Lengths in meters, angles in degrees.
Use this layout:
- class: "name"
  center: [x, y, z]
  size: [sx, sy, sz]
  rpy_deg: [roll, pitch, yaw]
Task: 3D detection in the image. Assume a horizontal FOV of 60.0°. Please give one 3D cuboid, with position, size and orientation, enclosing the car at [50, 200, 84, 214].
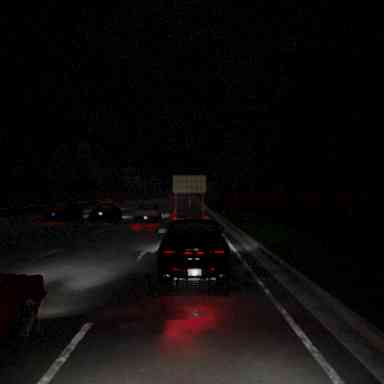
- class: "car"
  center: [-14.186, 1.666, 38.135]
  size: [2.033, 1.411, 5.357]
  rpy_deg: [0, 0, -1]

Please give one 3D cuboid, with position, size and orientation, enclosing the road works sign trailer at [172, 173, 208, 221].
- class: "road works sign trailer"
  center: [-0.173, 0.535, 22.548]
  size: [2.380, 3.560, 2.880]
  rpy_deg: [0, 0, -3]

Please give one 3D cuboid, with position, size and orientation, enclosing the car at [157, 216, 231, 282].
- class: "car"
  center: [0.041, 1.538, 9.880]
  size: [1.837, 1.490, 4.892]
  rpy_deg: [0, 0, 0]

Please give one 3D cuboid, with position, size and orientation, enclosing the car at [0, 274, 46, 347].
- class: "car"
  center: [-3.413, 1.612, 3.585]
  size: [1.895, 1.301, 4.718]
  rpy_deg: [0, 0, 0]

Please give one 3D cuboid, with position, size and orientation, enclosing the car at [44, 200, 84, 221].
- class: "car"
  center: [-10.602, 1.565, 27.830]
  size: [1.882, 1.535, 5.008]
  rpy_deg: [0, 0, -1]

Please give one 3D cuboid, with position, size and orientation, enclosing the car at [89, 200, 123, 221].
- class: "car"
  center: [-7.102, 1.650, 27.772]
  size: [1.994, 1.385, 4.181]
  rpy_deg: [0, 0, 0]

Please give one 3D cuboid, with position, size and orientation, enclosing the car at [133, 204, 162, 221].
- class: "car"
  center: [-3.602, 1.688, 27.839]
  size: [1.895, 1.301, 4.718]
  rpy_deg: [0, 0, -1]
